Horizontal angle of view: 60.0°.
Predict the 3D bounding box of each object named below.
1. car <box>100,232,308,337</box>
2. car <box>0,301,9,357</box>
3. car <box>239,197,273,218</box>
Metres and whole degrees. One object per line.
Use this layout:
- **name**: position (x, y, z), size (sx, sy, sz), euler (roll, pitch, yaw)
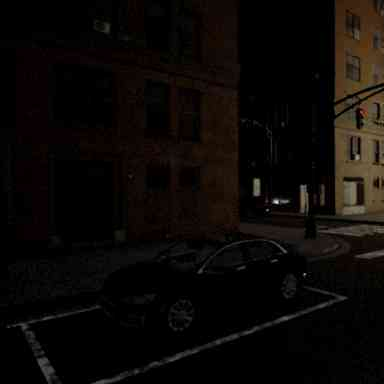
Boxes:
- **car**: position (0.447, 1.514, 6.508), size (4.403, 1.369, 2.008), euler (-1, 0, -36)
- **car**: position (-4.177, 1.597, 3.208), size (4.206, 1.307, 1.802), euler (-1, 0, -36)
- **car**: position (4.296, 1.197, 27.303), size (1.882, 1.535, 5.008), euler (-1, 1, -36)
